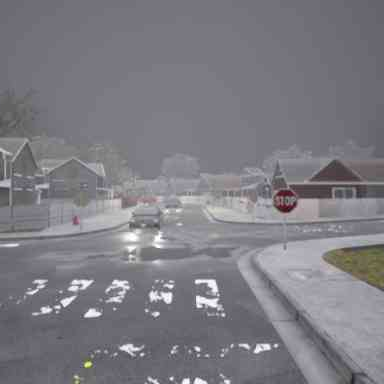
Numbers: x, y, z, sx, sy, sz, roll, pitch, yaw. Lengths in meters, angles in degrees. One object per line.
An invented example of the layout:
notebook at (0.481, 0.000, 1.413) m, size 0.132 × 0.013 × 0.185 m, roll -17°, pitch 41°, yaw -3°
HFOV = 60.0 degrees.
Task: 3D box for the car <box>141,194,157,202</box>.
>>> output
car at (-9.106, 1.410, 69.983) m, size 2.150 × 2.045 × 5.566 m, roll 0°, pitch -1°, yaw -23°

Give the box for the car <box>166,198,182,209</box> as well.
car at (-2.510, 1.634, 46.873) m, size 1.837 × 1.490 × 4.892 m, roll 0°, pitch 1°, yaw 5°

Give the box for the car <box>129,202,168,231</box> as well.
car at (-2.767, 1.599, 21.121) m, size 1.812 × 1.442 × 4.674 m, roll 0°, pitch 0°, yaw 0°
